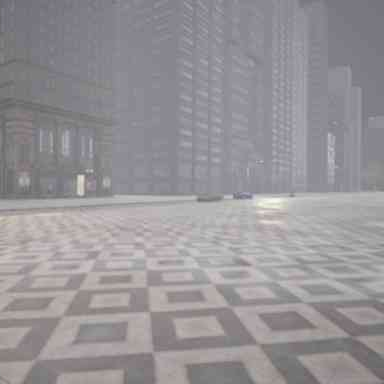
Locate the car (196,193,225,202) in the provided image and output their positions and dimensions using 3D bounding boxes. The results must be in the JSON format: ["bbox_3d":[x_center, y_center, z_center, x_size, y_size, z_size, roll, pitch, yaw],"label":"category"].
[{"bbox_3d":[2.694,0.789,48.263,2.033,1.411,5.357,1,1,36],"label":"car"}]

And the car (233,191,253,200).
[{"bbox_3d":[8.749,0.623,56.836,1.882,1.535,5.008,1,1,35],"label":"car"}]
